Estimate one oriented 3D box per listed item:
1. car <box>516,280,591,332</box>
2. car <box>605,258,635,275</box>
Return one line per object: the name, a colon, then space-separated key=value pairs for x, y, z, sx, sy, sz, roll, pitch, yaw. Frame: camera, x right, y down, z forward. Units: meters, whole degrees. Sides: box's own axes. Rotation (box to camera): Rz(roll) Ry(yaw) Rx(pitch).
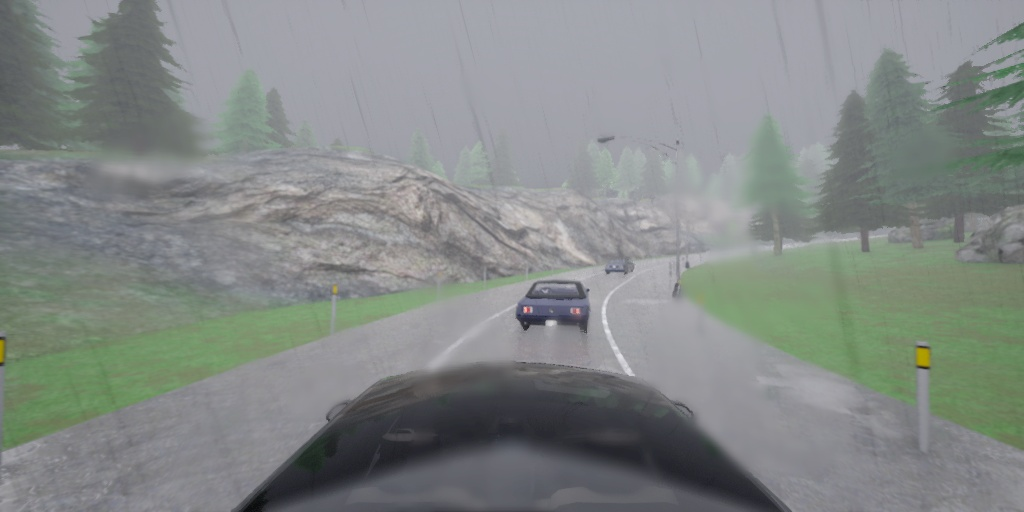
car: x=1.456 y=1.382 z=11.111 sx=1.895 sy=1.301 sz=4.718 roll=0 pitch=0 yaw=12
car: x=9.944 y=0.908 z=32.929 sx=2.033 sy=1.411 sz=5.357 roll=0 pitch=2 yaw=28
